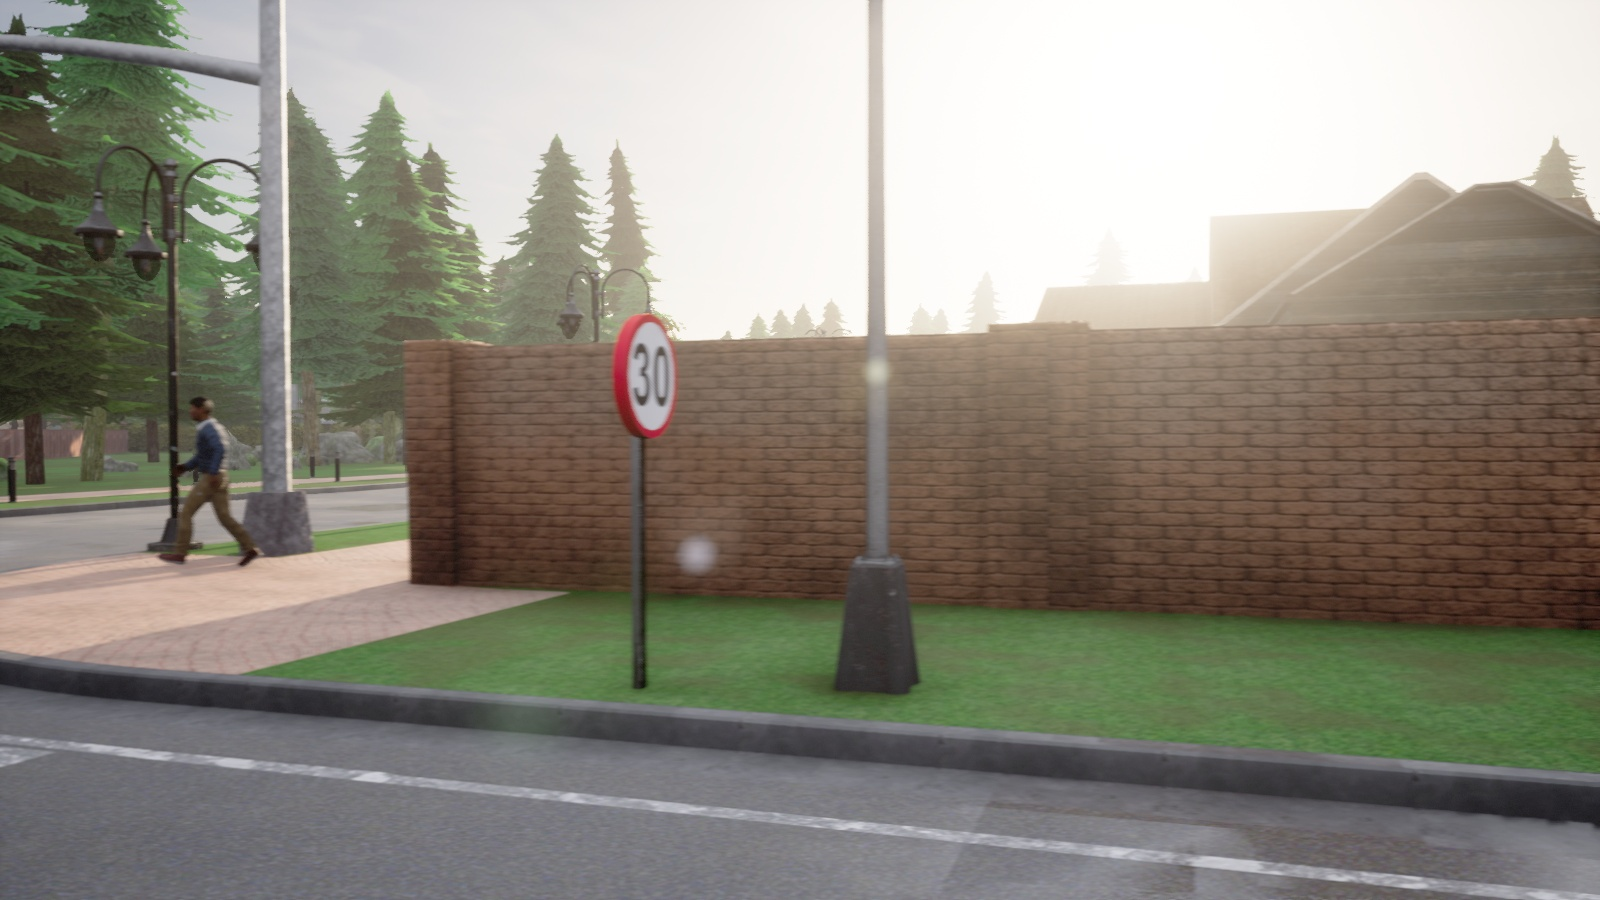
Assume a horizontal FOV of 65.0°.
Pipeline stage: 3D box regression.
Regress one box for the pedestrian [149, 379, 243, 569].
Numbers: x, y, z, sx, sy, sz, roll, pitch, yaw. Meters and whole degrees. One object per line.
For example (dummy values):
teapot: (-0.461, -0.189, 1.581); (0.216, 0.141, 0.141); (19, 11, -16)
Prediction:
pedestrian: (-6.311, 0.243, 13.140); (0.788, 1.949, 0.423); (0, 1, -7)
